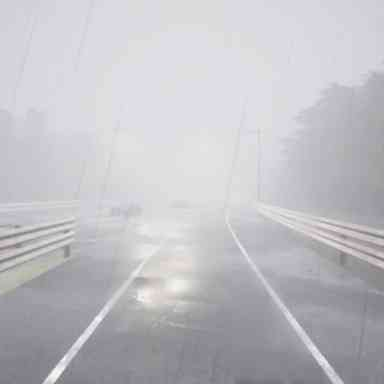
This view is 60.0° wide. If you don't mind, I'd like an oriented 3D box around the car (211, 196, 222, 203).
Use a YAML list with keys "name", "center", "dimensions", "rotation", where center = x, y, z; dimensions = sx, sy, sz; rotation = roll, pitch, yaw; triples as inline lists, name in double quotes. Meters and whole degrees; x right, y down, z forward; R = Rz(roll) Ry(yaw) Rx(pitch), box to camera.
- name: "car"
  center: [5.742, 1.773, 77.509]
  dimensions: [2.128, 1.511, 4.902]
  rotation: [0, 0, 15]

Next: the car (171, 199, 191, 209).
- name: "car"
  center: [-1.671, 1.707, 49.338]
  dimensions: [1.812, 1.442, 4.674]
  rotation: [0, 0, 15]

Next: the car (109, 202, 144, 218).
- name: "car"
  center: [-6.255, 1.700, 31.932]
  dimensions: [1.812, 1.442, 4.674]
  rotation: [-1, 0, 15]
